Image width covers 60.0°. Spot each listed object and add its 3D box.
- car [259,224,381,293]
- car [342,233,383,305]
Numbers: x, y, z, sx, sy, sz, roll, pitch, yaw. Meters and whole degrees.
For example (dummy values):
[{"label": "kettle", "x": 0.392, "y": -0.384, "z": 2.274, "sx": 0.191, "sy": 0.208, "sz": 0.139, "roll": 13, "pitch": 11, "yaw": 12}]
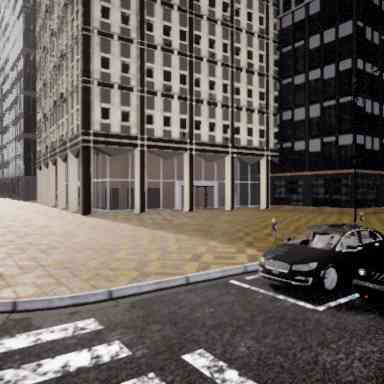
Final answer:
[{"label": "car", "x": 3.652, "y": 1.546, "z": 8.730, "sx": 4.403, "sy": 1.369, "sz": 2.008, "roll": 0, "pitch": 0, "yaw": -36}, {"label": "car", "x": 5.355, "y": 1.596, "z": 6.924, "sx": 4.718, "sy": 1.301, "sz": 1.895, "roll": 0, "pitch": 0, "yaw": -36}]
